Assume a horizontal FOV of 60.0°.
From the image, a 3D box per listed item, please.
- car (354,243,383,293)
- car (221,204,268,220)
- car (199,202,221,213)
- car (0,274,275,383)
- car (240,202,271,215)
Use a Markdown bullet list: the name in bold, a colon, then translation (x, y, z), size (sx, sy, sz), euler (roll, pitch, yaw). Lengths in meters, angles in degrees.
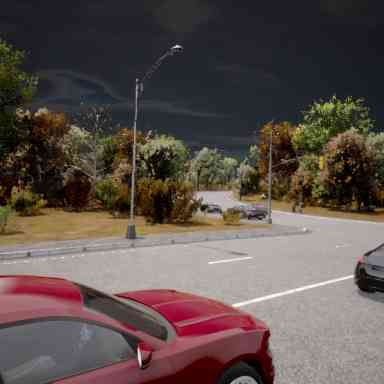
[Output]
- **car**: translation (5.713, 1.663, 7.879), size (4.181, 1.385, 1.994), euler (1, -1, -35)
- **car**: translation (5.723, 2.173, 36.010), size (2.033, 1.411, 5.357), euler (3, -1, -27)
- **car**: translation (2.481, 2.076, 44.713), size (1.994, 1.385, 4.181), euler (3, 0, -19)
- **car**: translation (-1.434, 1.479, 2.722), size (5.008, 1.535, 1.882), euler (0, 0, -36)
- **car**: translation (9.002, 2.358, 47.634), size (2.033, 1.411, 5.357), euler (3, 0, -18)
